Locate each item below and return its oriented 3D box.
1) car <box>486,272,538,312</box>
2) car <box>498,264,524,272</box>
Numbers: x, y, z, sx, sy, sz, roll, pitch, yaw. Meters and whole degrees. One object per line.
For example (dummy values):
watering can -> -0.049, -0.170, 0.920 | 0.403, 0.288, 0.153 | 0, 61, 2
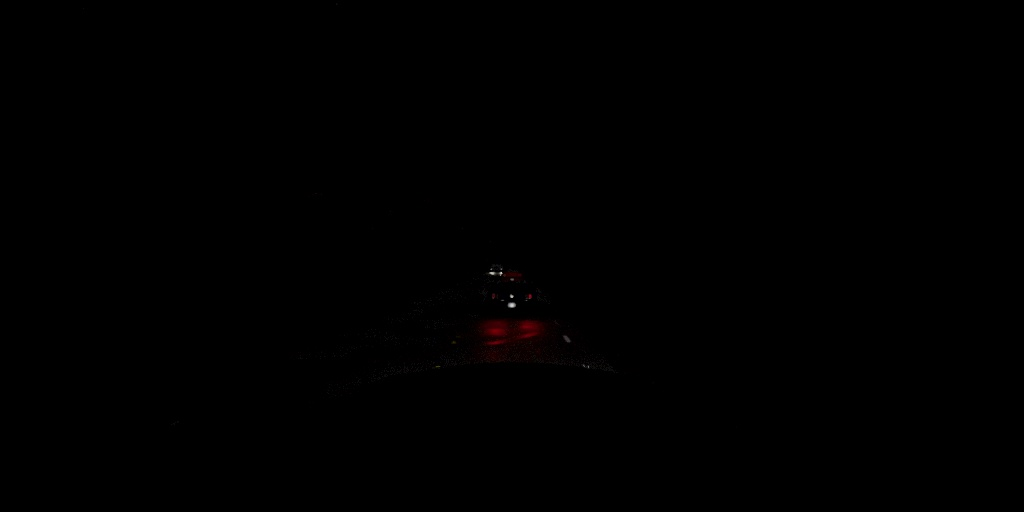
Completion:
car -> 0.016, 1.510, 15.118 | 1.895, 1.301, 4.718 | 0, -1, 0
car -> 0.025, 1.665, 30.767 | 1.812, 1.442, 4.674 | 0, -1, 1
